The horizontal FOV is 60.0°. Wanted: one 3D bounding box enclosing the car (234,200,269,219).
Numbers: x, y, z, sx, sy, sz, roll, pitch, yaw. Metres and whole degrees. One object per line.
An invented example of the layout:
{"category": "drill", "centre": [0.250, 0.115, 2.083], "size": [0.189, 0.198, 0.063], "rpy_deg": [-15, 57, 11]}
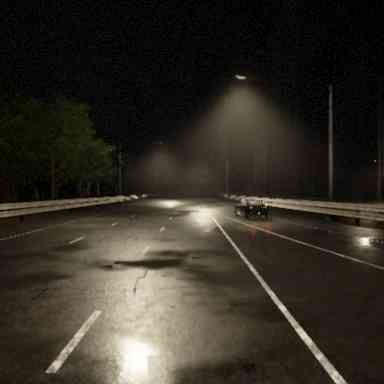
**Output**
{"category": "car", "centre": [4.860, 1.398, 27.698], "size": [2.128, 1.511, 4.902], "rpy_deg": [0, 0, -6]}
